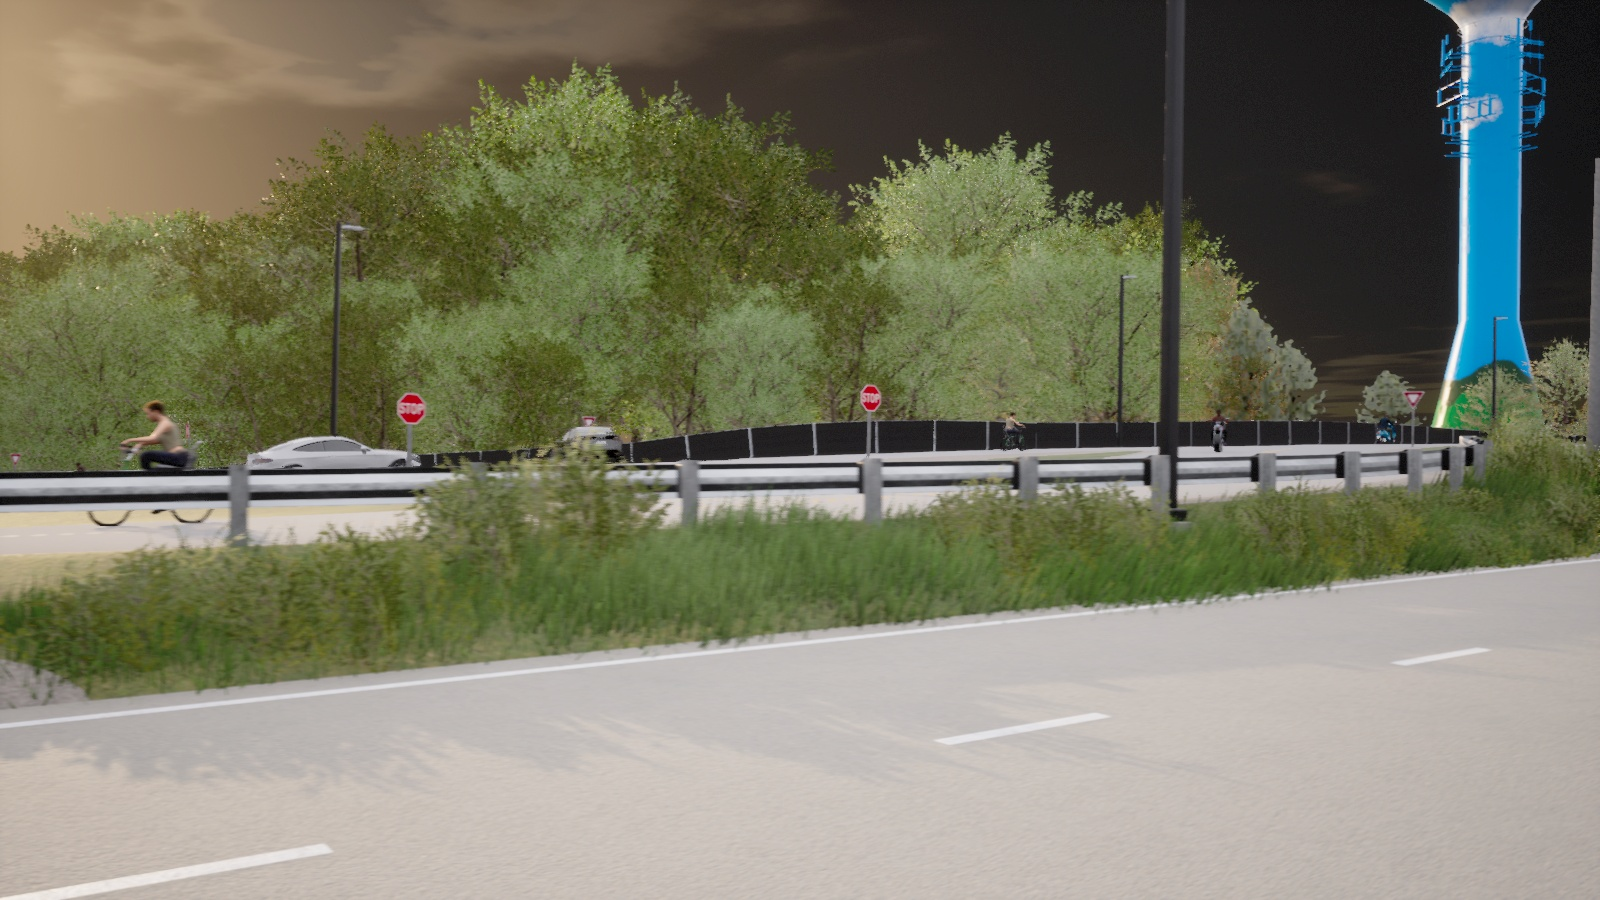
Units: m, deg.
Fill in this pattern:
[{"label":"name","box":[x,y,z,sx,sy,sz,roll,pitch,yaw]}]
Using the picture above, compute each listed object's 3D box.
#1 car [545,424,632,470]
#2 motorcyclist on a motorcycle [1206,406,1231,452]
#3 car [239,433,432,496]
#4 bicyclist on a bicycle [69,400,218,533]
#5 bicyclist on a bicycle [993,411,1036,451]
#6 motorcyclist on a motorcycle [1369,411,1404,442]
[{"label":"car","box":[-8.087,-0.078,47.725,2.163,1.488,4.792,-2,-2,-23]},{"label":"motorcyclist on a motorcycle","box":[15.551,-0.772,46.669,0.766,1.649,2.350,0,1,21]},{"label":"car","box":[-12.912,0.379,35.038,4.674,1.442,1.812,-4,2,-34]},{"label":"bicyclist on a bicycle","box":[-8.369,0.206,16.075,1.509,1.612,0.866,-2,-1,-16]},{"label":"bicyclist on a bicycle","box":[8.700,-0.769,50.824,1.509,1.612,0.866,-2,1,-33]},{"label":"motorcyclist on a motorcycle","box":[30.432,-1.207,65.158,1.817,1.590,0.866,-1,1,-37]}]
